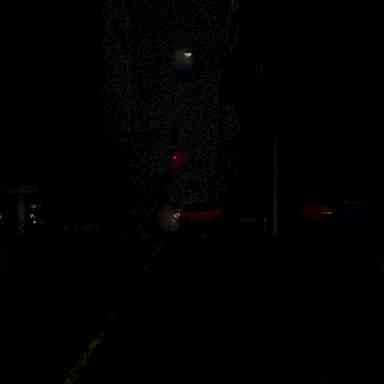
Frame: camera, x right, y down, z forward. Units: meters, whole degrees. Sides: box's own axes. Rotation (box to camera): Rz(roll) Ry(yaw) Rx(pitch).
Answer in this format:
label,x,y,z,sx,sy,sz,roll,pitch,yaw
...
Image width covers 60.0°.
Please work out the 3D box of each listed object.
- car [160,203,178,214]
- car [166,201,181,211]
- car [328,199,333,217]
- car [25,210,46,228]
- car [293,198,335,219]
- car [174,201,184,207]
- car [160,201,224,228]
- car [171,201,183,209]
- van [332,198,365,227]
label,x,y,z,sx,sy,sz,roll,pitch,yaw
car,-2.945,2.106,43.447,1.994,1.385,4.181,0,-1,0
car,-2.907,2.213,52.774,2.033,1.411,5.357,0,-1,1
car,14.900,1.629,28.770,5.008,1.535,1.882,-1,0,0
car,-13.766,1.831,25.574,4.553,1.767,2.097,-1,0,0
car,12.190,1.513,31.421,5.009,1.841,2.192,-1,0,0
car,-2.749,2.536,72.687,1.895,1.301,4.718,0,-1,0
car,0.117,1.659,24.780,4.553,1.767,2.097,0,0,-32
car,-2.838,2.366,62.727,1.994,1.385,4.181,0,-1,0
van,12.183,1.493,22.896,3.998,1.788,1.690,-1,0,0
